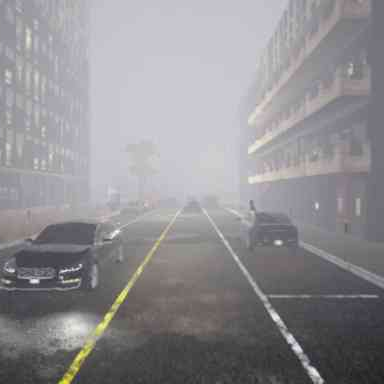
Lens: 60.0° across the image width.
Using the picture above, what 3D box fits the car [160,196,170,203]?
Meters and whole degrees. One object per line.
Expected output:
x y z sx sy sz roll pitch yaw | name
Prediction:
-5.694 1.567 70.649 1.947 1.339 4.313 0 0 0 | car

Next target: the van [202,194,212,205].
2.686 1.339 59.853 1.690 1.788 3.998 0 0 0 | van

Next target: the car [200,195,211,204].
2.686 1.440 65.403 1.967 1.590 4.097 0 0 0 | car

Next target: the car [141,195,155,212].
-5.694 1.435 37.647 1.967 1.590 4.097 0 0 0 | car

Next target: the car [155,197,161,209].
-5.694 1.310 43.198 2.192 1.841 5.009 0 0 0 | car

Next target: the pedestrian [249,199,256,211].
2.999 1.290 16.901 0.375 1.860 0.375 0 0 -1 | pedestrian

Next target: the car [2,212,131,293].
-3.100 1.503 8.979 1.837 1.490 4.892 0 0 0 | car

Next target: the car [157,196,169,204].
-5.694 1.565 65.402 1.947 1.339 4.313 0 0 0 | car

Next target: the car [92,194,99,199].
-27.372 0.847 85.232 5.009 1.841 2.192 1 -1 -1 | car

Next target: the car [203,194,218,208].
2.686 1.311 48.751 2.192 1.841 5.009 0 0 0 | car

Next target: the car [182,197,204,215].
0.065 1.520 34.340 1.812 1.442 4.674 0 0 1 | car

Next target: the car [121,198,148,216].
-5.693 1.577 32.096 1.802 1.307 4.206 0 0 0 | car

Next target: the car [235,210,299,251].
2.999 1.502 13.957 1.837 1.490 4.892 0 0 0 | car

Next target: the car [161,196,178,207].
-3.082 1.473 49.965 1.882 1.535 5.008 0 0 0 | car
